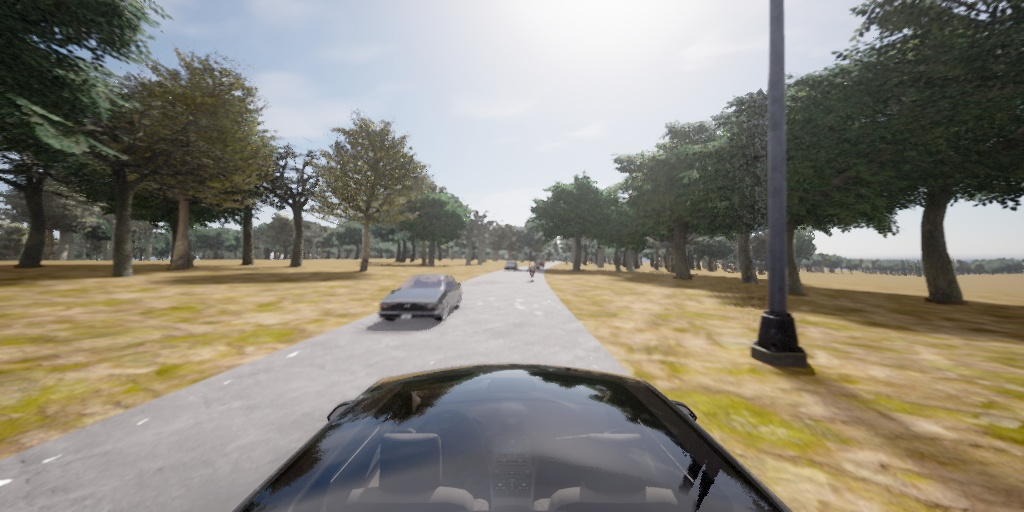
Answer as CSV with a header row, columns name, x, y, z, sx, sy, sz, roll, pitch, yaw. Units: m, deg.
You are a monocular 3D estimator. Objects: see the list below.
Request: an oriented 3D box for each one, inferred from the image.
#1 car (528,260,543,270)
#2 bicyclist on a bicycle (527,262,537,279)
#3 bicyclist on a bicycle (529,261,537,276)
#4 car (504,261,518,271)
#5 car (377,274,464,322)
name,x,y,z,sx,sy,sz,roll,pitch,yaw
car,3.828,1.727,62.731,1.895,1.301,4.718,0,0,8
bicyclist on a bicycle,1.734,1.348,30.973,0.866,1.612,1.509,0,0,3
bicyclist on a bicycle,2.298,1.396,39.426,0.866,1.612,1.509,0,0,5
car,-0.101,1.563,55.224,1.837,1.490,4.892,0,0,7
car,-2.947,1.354,12.846,2.033,1.411,5.357,0,0,1
